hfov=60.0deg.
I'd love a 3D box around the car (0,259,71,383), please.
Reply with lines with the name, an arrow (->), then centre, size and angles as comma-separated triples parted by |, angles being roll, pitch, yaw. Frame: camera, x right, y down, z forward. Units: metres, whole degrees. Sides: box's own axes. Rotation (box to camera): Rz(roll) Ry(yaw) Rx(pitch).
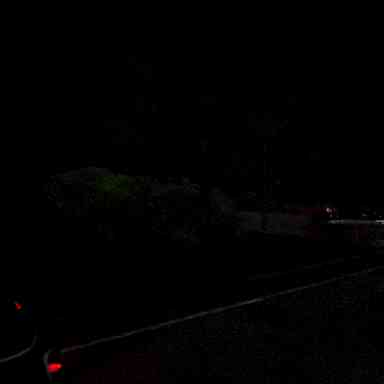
car -> -3.059, 1.345, 1.780 | 4.553, 1.767, 2.097 | 0, 0, -35

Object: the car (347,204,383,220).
car -> 15.618, 1.870, 32.464 | 2.033, 1.411, 5.357 | 0, 0, -36

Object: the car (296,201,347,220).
car -> 11.801, 1.660, 31.762 | 2.097, 1.767, 4.553 | 0, 0, -36

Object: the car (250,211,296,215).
car -> 5.625, 1.501, 28.351 | 2.150, 2.045, 5.566 | 0, 0, -36
